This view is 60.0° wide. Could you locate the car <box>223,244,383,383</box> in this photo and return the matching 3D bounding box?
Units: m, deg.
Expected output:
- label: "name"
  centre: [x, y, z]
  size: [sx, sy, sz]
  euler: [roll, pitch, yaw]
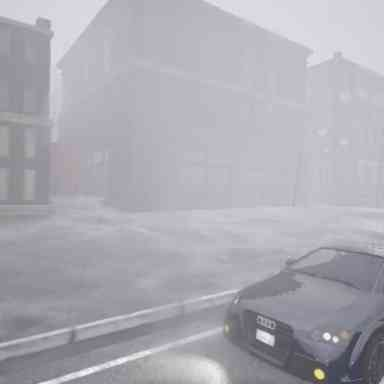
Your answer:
- label: "car"
  centre: [2.504, 1.567, 5.166]
  size: [4.181, 1.385, 1.994]
  euler: [0, 0, -36]
